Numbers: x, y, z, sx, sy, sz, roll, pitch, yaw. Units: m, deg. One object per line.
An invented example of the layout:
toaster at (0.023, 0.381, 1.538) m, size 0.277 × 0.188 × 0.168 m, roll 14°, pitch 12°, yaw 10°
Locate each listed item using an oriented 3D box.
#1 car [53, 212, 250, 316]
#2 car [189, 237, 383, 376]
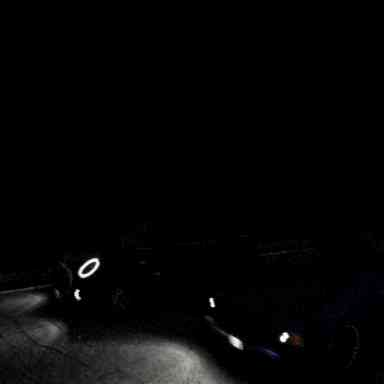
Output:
car at (-0.656, 1.327, 7.532) m, size 4.553 × 1.767 × 2.097 m, roll 0°, pitch 0°, yaw -32°
car at (2.803, 1.527, 5.686) m, size 5.357 × 1.411 × 2.033 m, roll 0°, pitch 0°, yaw -33°
